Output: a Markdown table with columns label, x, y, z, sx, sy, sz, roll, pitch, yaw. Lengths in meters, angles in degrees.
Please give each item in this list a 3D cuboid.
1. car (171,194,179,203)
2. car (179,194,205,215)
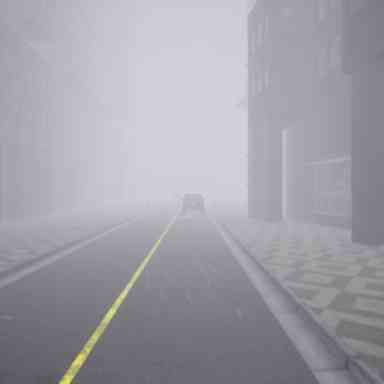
| label | x | y | z | sx | sy | sz | roll | pitch | yaw |
| --- | --- | --- | --- | --- | --- | --- | --- | --- | --- |
| car | -2.990 | 1.281 | 66.697 | 2.097 | 1.767 | 4.553 | 0 | 0 | 0 |
| car | 0.110 | 1.199 | 33.756 | 2.150 | 2.045 | 5.566 | 0 | 0 | 0 |
